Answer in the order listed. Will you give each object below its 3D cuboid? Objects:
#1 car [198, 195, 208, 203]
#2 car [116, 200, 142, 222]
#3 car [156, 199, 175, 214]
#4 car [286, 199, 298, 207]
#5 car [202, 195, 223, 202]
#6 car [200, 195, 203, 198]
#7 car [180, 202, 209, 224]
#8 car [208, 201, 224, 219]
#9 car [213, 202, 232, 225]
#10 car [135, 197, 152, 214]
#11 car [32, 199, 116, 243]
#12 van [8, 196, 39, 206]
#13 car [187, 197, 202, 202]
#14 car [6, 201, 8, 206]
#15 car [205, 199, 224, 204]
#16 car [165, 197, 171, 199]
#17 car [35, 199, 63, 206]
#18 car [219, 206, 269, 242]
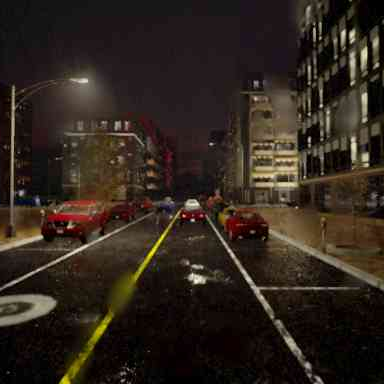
[{"bbox_3d":[2.699,1.748,82.461,2.192,1.841,5.009,1,0,0],"label":"car"},{"bbox_3d":[-5.721,1.689,27.779,1.887,1.381,4.507,1,0,0],"label":"car"},{"bbox_3d":[-3.062,1.834,38.911,1.895,1.301,4.718,0,0,0],"label":"car"},{"bbox_3d":[17.199,1.845,53.070,4.206,1.307,1.802,0,-2,0],"label":"car"},{"bbox_3d":[2.720,1.516,38.687,2.192,1.841,5.009,1,0,0],"label":"car"},{"bbox_3d":[2.717,1.717,76.761,2.192,1.841,5.009,1,0,0],"label":"car"},{"bbox_3d":[0.059,1.735,25.845,1.895,1.301,4.718,0,0,0],"label":"car"},{"bbox_3d":[2.659,1.710,27.811,1.947,1.339,4.313,1,0,0],"label":"car"},{"bbox_3d":[2.668,1.642,22.542,1.752,1.417,4.829,1,0,0],"label":"car"},{"bbox_3d":[-5.807,1.516,38.668,2.192,1.841,5.009,1,0,0],"label":"car"},{"bbox_3d":[-5.700,1.403,16.889,2.192,1.841,5.009,1,0,0],"label":"car"},{"bbox_3d":[-26.328,1.465,52.919,3.998,1.788,1.690,0,-2,0],"label":"van"},{"bbox_3d":[0.037,1.741,41.256,1.812,1.442,4.674,0,0,0],"label":"car"},{"bbox_3d":[-31.991,1.888,61.270,4.206,1.307,1.802,0,-2,0],"label":"car"},{"bbox_3d":[2.651,1.739,33.250,1.947,1.339,4.313,1,0,0],"label":"car"},{"bbox_3d":[-5.929,1.983,82.382,2.008,1.369,4.403,1,0,0],"label":"car"},{"bbox_3d":[-26.360,1.888,61.291,4.313,1.339,1.947,0,-2,0],"label":"car"},{"bbox_3d":[2.677,1.633,16.932,1.887,1.381,4.507,1,0,0],"label":"car"}]
